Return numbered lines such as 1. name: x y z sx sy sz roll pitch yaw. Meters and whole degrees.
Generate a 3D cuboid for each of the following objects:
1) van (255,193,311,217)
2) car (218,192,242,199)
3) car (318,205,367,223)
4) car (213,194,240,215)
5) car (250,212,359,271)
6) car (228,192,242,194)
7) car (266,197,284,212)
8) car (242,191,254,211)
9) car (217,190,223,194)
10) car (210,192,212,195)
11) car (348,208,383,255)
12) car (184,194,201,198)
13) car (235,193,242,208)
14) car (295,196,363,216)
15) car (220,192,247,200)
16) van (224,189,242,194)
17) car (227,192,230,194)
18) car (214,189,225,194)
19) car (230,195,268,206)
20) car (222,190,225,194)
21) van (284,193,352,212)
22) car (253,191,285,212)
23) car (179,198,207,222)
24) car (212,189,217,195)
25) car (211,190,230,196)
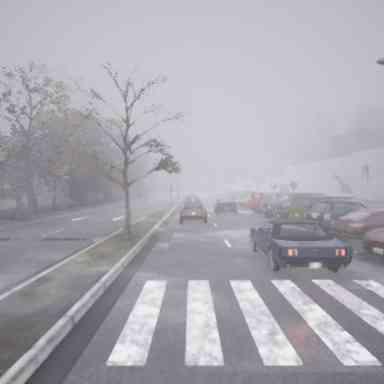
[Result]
1. van: 7.962 1.079 29.035 4.442 1.987 1.878 1 1 -20
2. car: 8.059 0.716 70.857 4.674 1.452 2.002 0 1 -20
3. car: 8.064 1.438 14.168 4.674 1.452 2.002 1 0 -20
4. car: 3.097 1.277 31.728 1.882 1.535 5.008 0 0 0
5. car: 3.099 1.533 10.562 1.895 1.301 4.718 0 0 0
6. car: 7.894 1.165 43.935 5.366 1.575 1.946 1 1 -20
7. car: 8.062 1.344 23.115 4.892 1.521 2.231 1 0 -20
8. car: 8.097 1.036 32.078 5.566 2.045 2.435 1 0 -20
9. car: 7.891 0.856 61.843 5.366 1.575 1.946 0 2 -20
10. car: 8.092 0.210 82.792 5.566 2.045 2.435 0 1 -20
11. car: 8.044 1.446 11.149 4.792 1.488 2.163 1 1 -20
12. car: 0.095 1.066 41.159 2.097 1.767 4.553 0 1 0
13. car: 8.039 1.235 41.008 4.792 1.488 2.163 1 1 -20
14. car: 8.041 1.254 17.139 4.553 1.767 2.185 1 0 -20
15. car: 8.090 0.827 64.905 4.792 1.488 2.163 0 1 -20
16. van: 7.960 0.810 52.904 4.442 1.987 1.878 0 1 -20
17. car: 8.060 1.124 49.976 4.674 1.452 2.002 0 1 -20
18. car: 7.891 0.730 67.808 5.366 1.575 1.946 0 1 -20
19. car: 8.092 1.161 47.004 4.792 1.488 2.163 0 1 -20
20. car: 8.037 0.854 55.932 4.553 1.767 2.185 0 1 -20
21. van: 8.180 1.137 20.174 4.442 1.987 1.878 1 0 -20
22. car: 8.046 1.073 26.082 5.566 2.045 2.435 1 1 -20
23. car: 0.098 1.410 24.568 1.994 1.385 4.181 0 0 0
24. car: 8.072 0.514 79.795 4.892 1.521 2.231 0 1 -20
25. car: 8.087 0.313 94.723 4.792 1.488 2.163 0 1 -20
